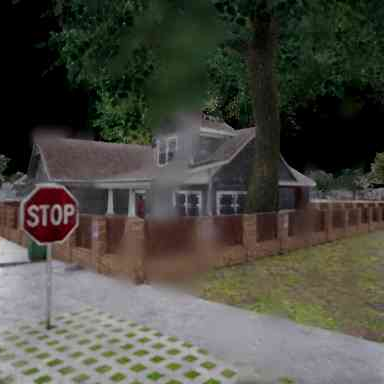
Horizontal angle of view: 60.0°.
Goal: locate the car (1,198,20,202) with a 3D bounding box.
[{"bbox_3d":[-32.259,1.883,58.616,1.882,1.535,5.008,0,0,1],"label":"car"}]
